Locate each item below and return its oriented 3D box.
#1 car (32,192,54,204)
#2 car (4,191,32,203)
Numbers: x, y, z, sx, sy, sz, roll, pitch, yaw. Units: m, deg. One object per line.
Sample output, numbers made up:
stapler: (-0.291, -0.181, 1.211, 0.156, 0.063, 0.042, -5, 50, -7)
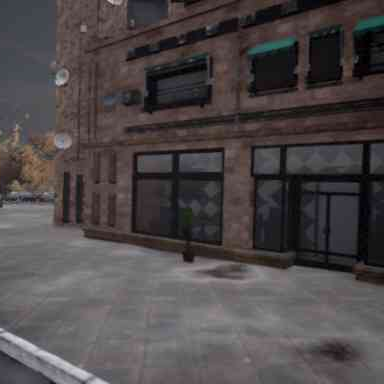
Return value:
car: (-16.448, 0.805, 40.803, 1.837, 1.490, 4.892, 1, -2, 36)
car: (-20.426, 0.633, 40.721, 1.812, 1.442, 4.674, 2, -1, 33)
